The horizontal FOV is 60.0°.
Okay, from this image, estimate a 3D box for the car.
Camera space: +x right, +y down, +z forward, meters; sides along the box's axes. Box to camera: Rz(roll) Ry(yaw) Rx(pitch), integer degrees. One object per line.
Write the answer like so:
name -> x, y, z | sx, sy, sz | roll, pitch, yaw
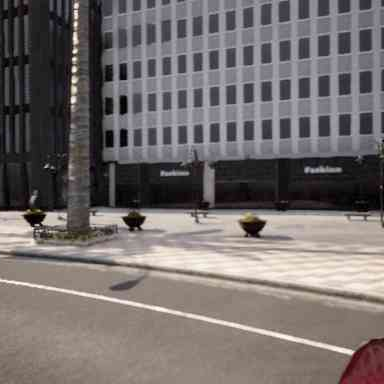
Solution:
car -> 2.868, 1.524, 1.630 | 4.181, 1.385, 1.994 | 0, 0, 37
